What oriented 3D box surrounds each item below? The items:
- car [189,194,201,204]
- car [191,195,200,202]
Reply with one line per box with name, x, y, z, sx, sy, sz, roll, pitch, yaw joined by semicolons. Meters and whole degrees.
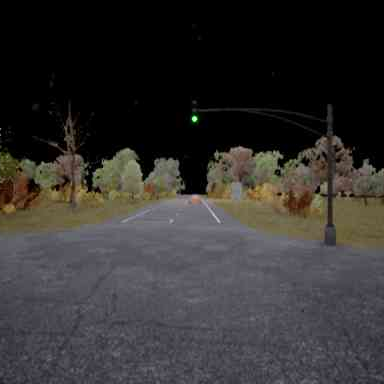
car;0.566;1.162;59.588;2.097;1.767;4.553;0;0;1
car;0.660;1.317;69.622;1.812;1.442;4.674;0;0;1
